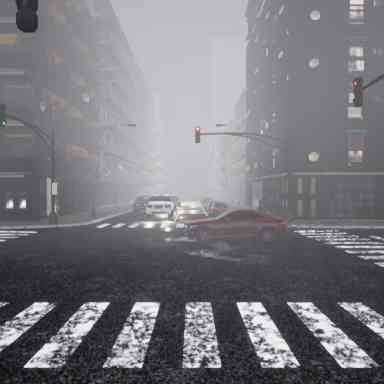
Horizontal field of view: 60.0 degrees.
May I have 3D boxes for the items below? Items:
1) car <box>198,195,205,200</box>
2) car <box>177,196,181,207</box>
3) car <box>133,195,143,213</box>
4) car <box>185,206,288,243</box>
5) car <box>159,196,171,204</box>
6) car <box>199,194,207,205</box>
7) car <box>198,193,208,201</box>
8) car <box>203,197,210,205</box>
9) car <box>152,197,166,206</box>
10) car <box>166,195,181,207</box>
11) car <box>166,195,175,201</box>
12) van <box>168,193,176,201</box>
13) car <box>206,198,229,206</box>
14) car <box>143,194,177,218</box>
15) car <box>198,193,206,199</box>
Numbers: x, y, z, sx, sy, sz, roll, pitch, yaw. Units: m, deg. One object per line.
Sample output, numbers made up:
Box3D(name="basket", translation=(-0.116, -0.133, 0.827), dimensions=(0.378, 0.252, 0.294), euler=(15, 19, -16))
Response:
Box3D(name="car", translation=(2.693, 1.539, 92.327), dimensions=(1.802, 1.307, 4.206), euler=(-1, 0, 0))
Box3D(name="car", translation=(-2.788, 1.478, 40.345), dimensions=(2.128, 1.511, 4.902), euler=(0, 0, 0))
Box3D(name="car", translation=(-5.273, 1.303, 37.006), dimensions=(2.192, 1.841, 5.009), euler=(-1, 0, 0))
Box3D(name="car", translation=(2.033, 1.523, 15.400), dimensions=(4.674, 1.442, 1.812), euler=(0, 0, 0))
Box3D(name="car", translation=(-5.228, 1.557, 64.692), dimensions=(1.802, 1.307, 4.206), euler=(-1, 0, 0))
Box3D(name="car", translation=(2.643, 1.523, 59.092), dimensions=(1.887, 1.381, 4.507), euler=(-1, 0, 0))
Box3D(name="car", translation=(2.673, 1.280, 81.249), dimensions=(2.192, 1.841, 5.009), euler=(-1, 0, 0))
Box3D(name="car", translation=(2.610, 1.539, 36.935), dimensions=(2.008, 1.369, 4.403), euler=(-1, 0, 0))
Box3D(name="car", translation=(-5.245, 1.563, 53.618), dimensions=(1.802, 1.307, 4.206), euler=(-1, 0, 0))
Box3D(name="car", translation=(-2.763, 1.334, 50.408), dimensions=(2.097, 1.767, 4.553), euler=(0, 0, 0))
Box3D(name="car", translation=(-5.204, 1.490, 81.134), dimensions=(1.752, 1.417, 4.829), euler=(-1, 0, 0))
Box3D(name="van", translation=(-5.198, 1.302, 86.841), dimensions=(1.690, 1.788, 3.998), euler=(-1, 0, 0))
Box3D(name="car", translation=(2.602, 1.572, 31.396), dimensions=(1.802, 1.307, 4.206), euler=(-1, 0, 0))
Box3D(name="car", translation=(-2.810, 1.212, 30.395), dimensions=(2.150, 2.045, 5.566), euler=(0, 0, 0))
Box3D(name="car", translation=(2.669, 1.551, 75.709), dimensions=(1.802, 1.307, 4.206), euler=(-1, 0, 0))
